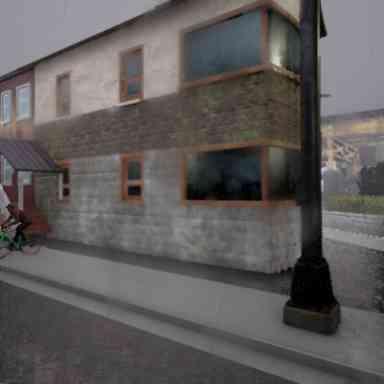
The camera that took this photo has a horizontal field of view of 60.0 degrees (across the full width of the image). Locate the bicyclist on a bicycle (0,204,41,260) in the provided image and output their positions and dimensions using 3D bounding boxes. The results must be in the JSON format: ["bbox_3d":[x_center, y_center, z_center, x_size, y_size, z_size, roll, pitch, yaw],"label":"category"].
[{"bbox_3d":[-5.339,1.183,10.065,0.582,1.620,1.656,1,0,36],"label":"bicyclist on a bicycle"}]
